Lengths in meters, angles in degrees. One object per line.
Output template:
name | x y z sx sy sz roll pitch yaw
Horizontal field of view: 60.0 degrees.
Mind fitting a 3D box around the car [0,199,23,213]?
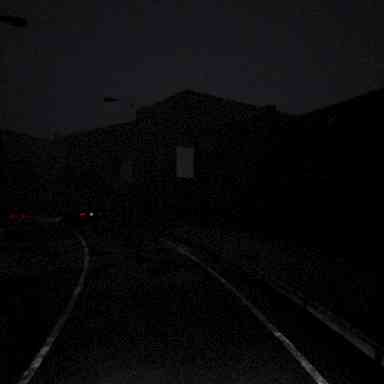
car | -20.315 1.481 36.038 4.902 1.511 2.128 0 -1 34

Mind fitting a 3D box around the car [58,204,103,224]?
car | -8.364 1.566 24.781 2.033 1.411 5.357 0 0 -37
